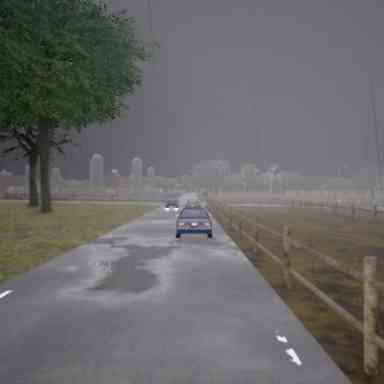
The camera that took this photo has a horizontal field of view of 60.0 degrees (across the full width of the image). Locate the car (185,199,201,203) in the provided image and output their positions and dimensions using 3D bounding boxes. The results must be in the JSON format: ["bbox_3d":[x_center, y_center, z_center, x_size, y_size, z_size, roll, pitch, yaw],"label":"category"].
[{"bbox_3d":[0.098,1.532,39.305,1.994,1.385,4.181,0,0,0],"label":"car"}]

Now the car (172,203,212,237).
[{"bbox_3d":[0.101,1.544,17.943,2.033,1.411,5.357,0,0,0],"label":"car"}]

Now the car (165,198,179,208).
[{"bbox_3d":[-2.766,1.499,47.738,2.033,1.411,5.357,0,0,0],"label":"car"}]
